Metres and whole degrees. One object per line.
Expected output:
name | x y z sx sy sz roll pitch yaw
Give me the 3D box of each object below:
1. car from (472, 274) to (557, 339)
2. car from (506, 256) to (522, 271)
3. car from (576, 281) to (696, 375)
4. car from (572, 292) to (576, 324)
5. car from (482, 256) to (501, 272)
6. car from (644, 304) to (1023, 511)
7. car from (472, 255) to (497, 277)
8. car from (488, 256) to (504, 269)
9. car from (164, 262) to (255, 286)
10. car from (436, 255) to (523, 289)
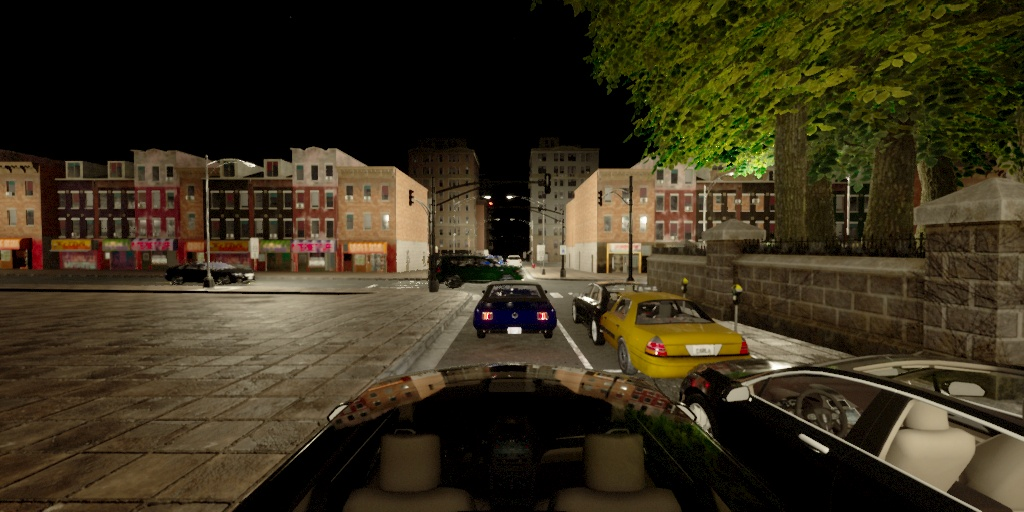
car | 0.076 1.347 10.086 1.895 1.301 4.718 0 0 0
car | 0.315 0.984 51.560 2.150 2.045 5.566 0 0 0
car | 2.687 1.272 7.307 1.751 1.417 4.829 0 0 0
car | 2.662 1.297 9.281 2.007 1.370 4.403 0 0 0
car | -2.645 0.981 47.873 2.150 2.045 5.566 0 0 1
car | 2.637 1.300 2.146 2.007 1.370 4.403 0 0 0
car | -2.744 0.972 37.261 2.150 2.045 5.566 0 0 0
car | -2.553 0.990 58.547 2.150 2.045 5.566 0 0 1
car | -19.057 1.111 22.757 4.902 1.511 2.128 1 1 0
car | -2.053 0.993 22.713 5.566 2.045 2.150 0 1 0
